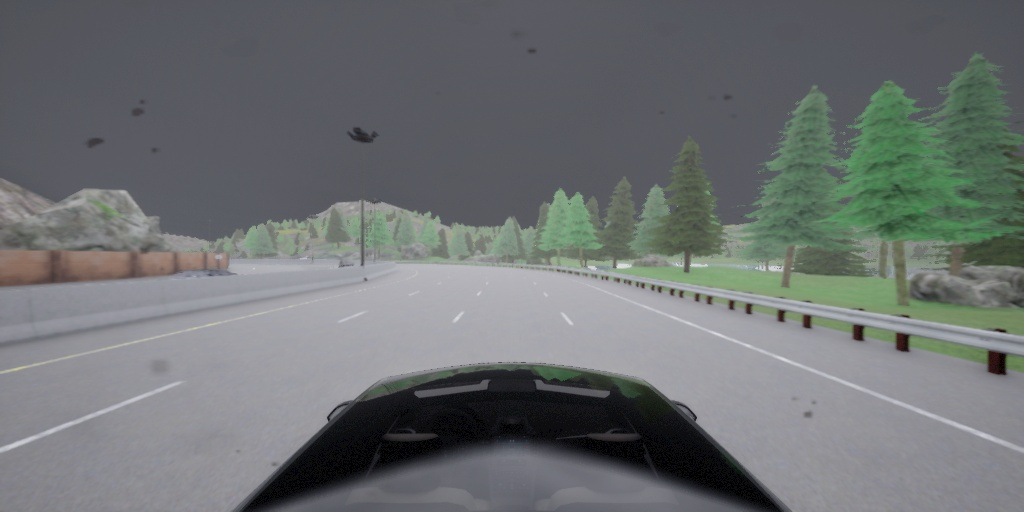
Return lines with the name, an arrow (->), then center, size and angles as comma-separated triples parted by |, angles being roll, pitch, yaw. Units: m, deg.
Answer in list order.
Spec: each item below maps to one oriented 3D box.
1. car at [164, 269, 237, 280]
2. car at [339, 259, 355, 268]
car -> -14.350, 1.329, 16.531 | 2.033, 1.411, 5.357 | 0, 0, -8
car -> -26.624, 1.278, 57.774 | 1.837, 1.490, 4.892 | 0, 1, -32
